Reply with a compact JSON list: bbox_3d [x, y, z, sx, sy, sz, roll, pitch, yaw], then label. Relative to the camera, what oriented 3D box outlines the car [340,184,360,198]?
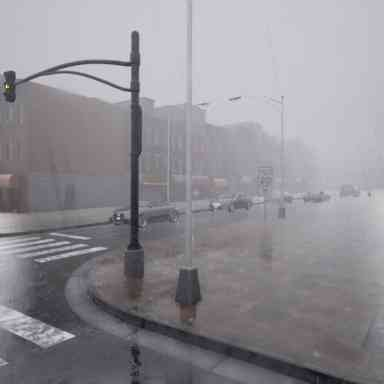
[{"bbox_3d":[24.666,-0.222,51.872,2.150,2.045,5.566,0,2,35],"label":"car"}]

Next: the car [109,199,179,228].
[{"bbox_3d":[-2.614,1.127,18.737,1.994,1.385,4.181,0,2,36],"label":"car"}]

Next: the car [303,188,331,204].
[{"bbox_3d":[13.938,0.569,36.861,1.895,1.301,4.718,0,2,36],"label":"car"}]

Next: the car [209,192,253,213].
[{"bbox_3d":[3.221,0.793,26.916,2.128,1.511,4.902,0,2,35],"label":"car"}]

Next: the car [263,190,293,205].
[{"bbox_3d":[9.190,0.571,35.274,1.812,1.442,4.674,0,2,36],"label":"car"}]
